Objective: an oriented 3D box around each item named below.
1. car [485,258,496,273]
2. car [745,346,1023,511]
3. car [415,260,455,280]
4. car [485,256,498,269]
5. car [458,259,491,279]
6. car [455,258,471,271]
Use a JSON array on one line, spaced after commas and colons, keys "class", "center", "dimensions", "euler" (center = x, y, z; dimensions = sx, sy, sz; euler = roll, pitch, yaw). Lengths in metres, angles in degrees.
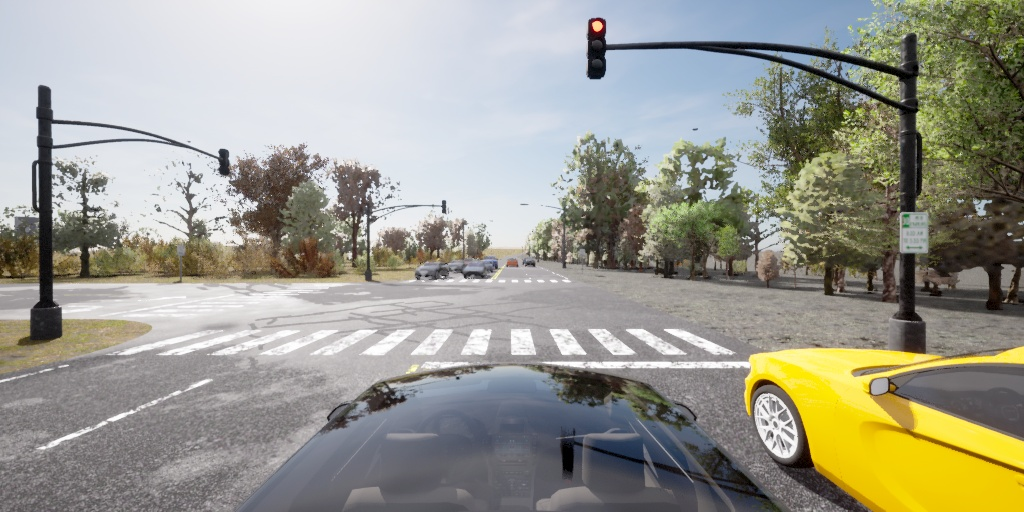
[{"class": "car", "center": [-3.350, 1.314, 43.844], "dimensions": [1.994, 1.385, 4.181], "euler": [0, 0, 0]}, {"class": "car", "center": [3.363, 1.195, 1.727], "dimensions": [1.882, 1.535, 5.008], "euler": [0, 1, 0]}, {"class": "car", "center": [-6.873, 1.240, 31.139], "dimensions": [2.128, 1.511, 4.902], "euler": [0, 0, 6]}, {"class": "car", "center": [-3.344, 0.974, 56.176], "dimensions": [2.150, 2.045, 5.566], "euler": [0, 0, 0]}, {"class": "car", "center": [-3.352, 1.297, 33.247], "dimensions": [2.033, 1.411, 5.357], "euler": [0, 0, 0]}, {"class": "car", "center": [-6.601, 1.242, 43.037], "dimensions": [2.128, 1.511, 4.902], "euler": [0, 0, 0]}]
